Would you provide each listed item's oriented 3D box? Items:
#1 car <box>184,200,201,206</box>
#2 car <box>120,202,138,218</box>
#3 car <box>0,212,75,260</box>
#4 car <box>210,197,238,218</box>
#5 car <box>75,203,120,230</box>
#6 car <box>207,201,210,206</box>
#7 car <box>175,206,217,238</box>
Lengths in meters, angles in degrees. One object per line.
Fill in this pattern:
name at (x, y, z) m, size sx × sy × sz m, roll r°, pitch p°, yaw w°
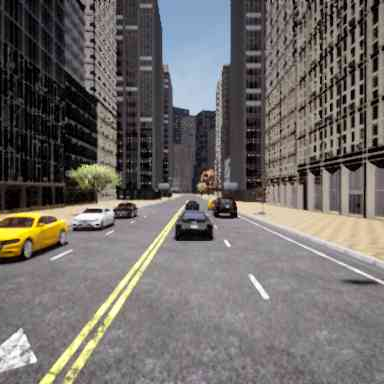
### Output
car at (0.085, 1.844, 43.029) m, size 1.837 × 1.490 × 4.892 m, roll 0°, pitch 0°, yaw 0°
car at (-6.487, 1.763, 32.791) m, size 1.837 × 1.490 × 4.892 m, roll 0°, pitch 0°, yaw 0°
car at (-6.577, 1.582, 13.143) m, size 1.882 × 1.535 × 5.008 m, roll 0°, pitch 0°, yaw 0°
car at (3.367, 1.495, 34.189) m, size 2.150 × 2.045 × 5.566 m, roll 0°, pitch 0°, yaw 0°
car at (-6.520, 1.704, 22.591) m, size 1.812 × 1.442 × 4.674 m, roll 0°, pitch 0°, yaw 1°
car at (3.364, 1.865, 49.634) m, size 1.882 × 1.535 × 5.008 m, roll 0°, pitch 0°, yaw 0°
car at (0.108, 1.713, 18.574) m, size 1.994 × 1.385 × 4.181 m, roll 0°, pitch 0°, yaw 0°
